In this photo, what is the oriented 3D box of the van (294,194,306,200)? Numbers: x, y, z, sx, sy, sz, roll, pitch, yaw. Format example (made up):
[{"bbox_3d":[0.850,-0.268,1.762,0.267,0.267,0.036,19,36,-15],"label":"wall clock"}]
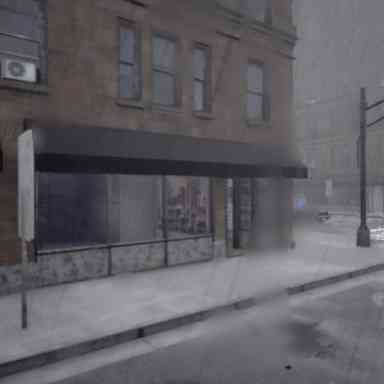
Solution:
[{"bbox_3d":[8.699,1.078,31.058,1.690,1.788,3.998,0,0,-35],"label":"van"}]

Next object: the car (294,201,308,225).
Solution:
[{"bbox_3d":[4.884,1.402,21.641,1.887,1.381,4.507,0,0,-35],"label":"car"}]

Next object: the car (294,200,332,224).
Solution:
[{"bbox_3d":[7.175,1.437,23.165,1.895,1.301,4.718,-1,1,-38],"label":"car"}]
